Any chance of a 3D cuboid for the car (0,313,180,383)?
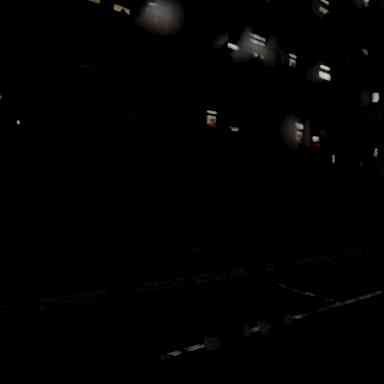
[{"bbox_3d":[-2.040,1.578,1.881,4.181,1.385,1.994,1,-1,-34],"label":"car"}]
